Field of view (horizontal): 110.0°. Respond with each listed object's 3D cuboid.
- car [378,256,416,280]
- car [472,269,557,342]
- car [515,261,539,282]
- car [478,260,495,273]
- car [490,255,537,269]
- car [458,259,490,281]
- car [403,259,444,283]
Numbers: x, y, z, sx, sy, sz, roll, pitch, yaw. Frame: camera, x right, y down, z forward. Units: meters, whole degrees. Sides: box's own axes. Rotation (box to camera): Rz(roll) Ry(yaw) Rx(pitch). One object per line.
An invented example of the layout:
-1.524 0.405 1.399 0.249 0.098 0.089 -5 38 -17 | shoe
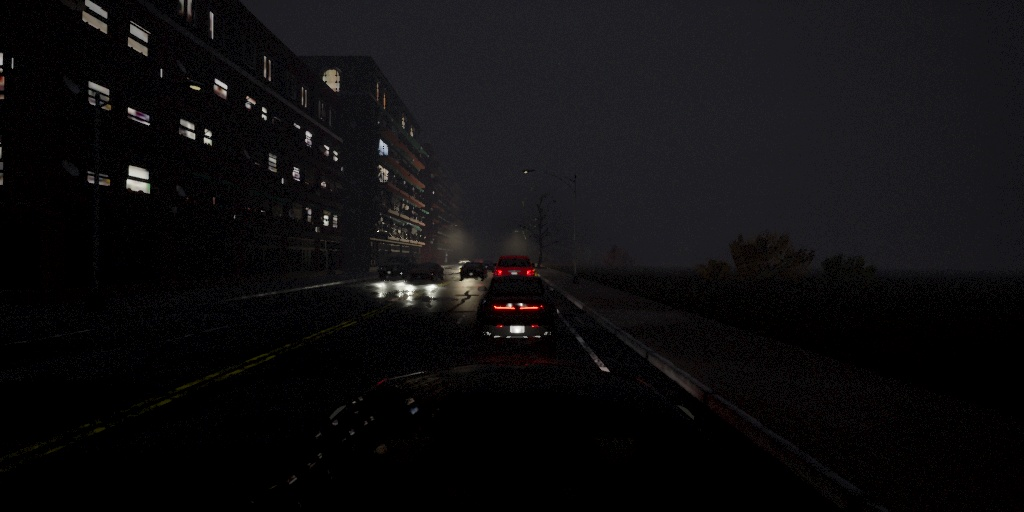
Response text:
-9.825 0.975 31.433 2.150 2.045 5.566 0 0 0 | car
0.108 1.256 9.761 1.837 1.490 4.892 0 0 0 | car
1.162 1.209 30.516 1.801 1.575 5.366 0 0 0 | car
-3.116 1.279 45.072 1.812 1.442 4.674 0 0 0 | car
0.115 0.975 20.109 2.150 2.045 5.566 0 0 0 | car
-3.127 1.231 29.860 1.882 1.535 5.008 0 0 0 | car
-6.579 1.231 27.910 1.882 1.535 5.008 0 0 0 | car
